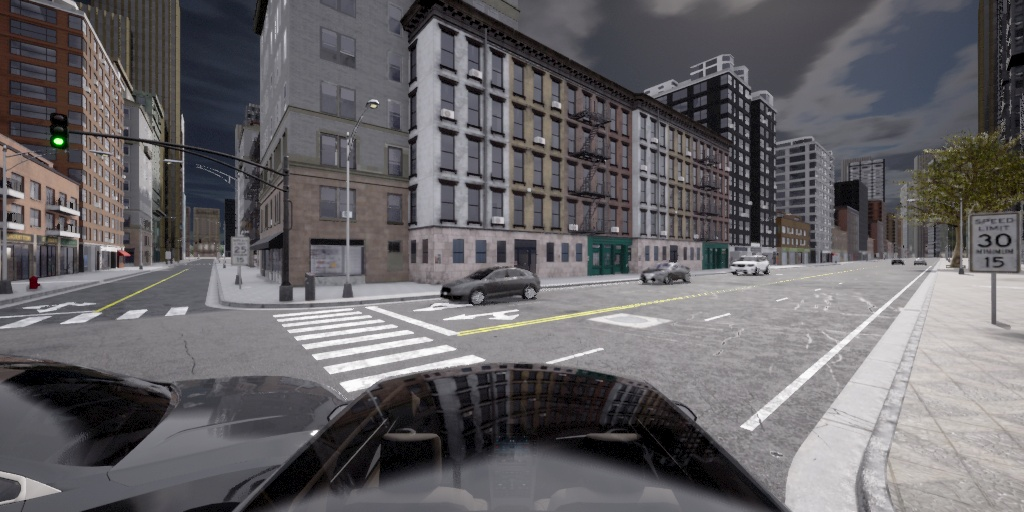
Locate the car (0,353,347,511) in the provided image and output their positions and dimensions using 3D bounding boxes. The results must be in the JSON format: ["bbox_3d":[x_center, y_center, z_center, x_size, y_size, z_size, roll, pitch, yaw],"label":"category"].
[{"bbox_3d":[-3.246,1.257,1.587,4.892,1.490,1.837,0,0,-35],"label":"car"}]

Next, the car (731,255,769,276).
[{"bbox_3d":[24.932,0.958,37.460,5.566,2.045,2.150,1,0,-39],"label":"car"}]

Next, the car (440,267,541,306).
[{"bbox_3d":[-0.841,1.263,16.119,4.892,1.490,1.837,-1,0,-40],"label":"car"}]

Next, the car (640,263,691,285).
[{"bbox_3d":[11.278,1.236,26.198,4.902,1.511,2.128,0,0,-40],"label":"car"}]
